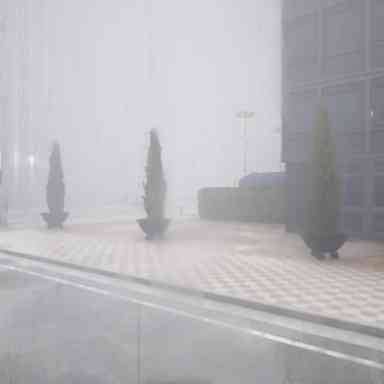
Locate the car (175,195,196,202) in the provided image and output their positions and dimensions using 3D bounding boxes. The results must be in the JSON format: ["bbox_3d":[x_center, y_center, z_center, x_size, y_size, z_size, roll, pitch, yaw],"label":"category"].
[{"bbox_3d":[-1.208,1.209,64.511,1.994,1.385,4.181,0,0,35],"label":"car"}]

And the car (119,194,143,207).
[{"bbox_3d":[-7.799,1.435,49.121,2.128,1.511,4.902,0,0,35],"label":"car"}]

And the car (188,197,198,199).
[{"bbox_3d":[1.661,1.187,62.507,2.128,1.511,4.902,0,0,35],"label":"car"}]

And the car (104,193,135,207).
[{"bbox_3d":[-10.808,1.160,50.917,2.150,2.045,5.566,0,0,35],"label":"car"}]
